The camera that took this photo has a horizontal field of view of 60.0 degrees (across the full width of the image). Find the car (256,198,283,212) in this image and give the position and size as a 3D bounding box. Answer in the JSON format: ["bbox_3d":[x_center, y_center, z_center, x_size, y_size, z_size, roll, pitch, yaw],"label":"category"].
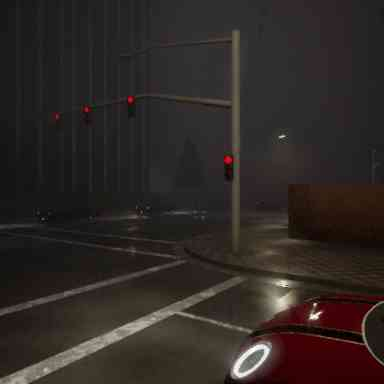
[{"bbox_3d":[9.218,1.490,39.170,2.128,1.511,4.902,0,0,35],"label":"car"}]

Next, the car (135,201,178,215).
[{"bbox_3d":[-3.538,1.599,33.610,1.895,1.301,4.718,0,0,35],"label":"car"}]

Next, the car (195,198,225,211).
[{"bbox_3d":[2.306,1.490,41.820,2.128,1.511,4.902,0,0,36],"label":"car"}]

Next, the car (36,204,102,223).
[{"bbox_3d":[-9.319,1.599,25.455,1.895,1.301,4.718,0,0,35],"label":"car"}]

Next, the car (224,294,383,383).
[{"bbox_3d":[2.449,1.352,2.211,4.553,1.767,2.097,0,0,36],"label":"car"}]
